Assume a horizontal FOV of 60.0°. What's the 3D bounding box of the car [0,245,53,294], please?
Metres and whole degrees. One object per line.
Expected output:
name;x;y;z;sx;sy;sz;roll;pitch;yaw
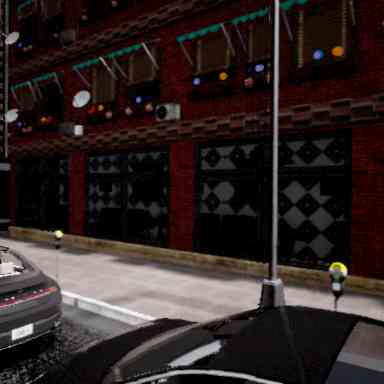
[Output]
car;-3.942;1.550;5.518;4.403;1.369;2.008;0;1;35

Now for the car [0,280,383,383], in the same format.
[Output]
car;0.577;1.566;2.297;4.313;1.339;1.947;0;1;35
